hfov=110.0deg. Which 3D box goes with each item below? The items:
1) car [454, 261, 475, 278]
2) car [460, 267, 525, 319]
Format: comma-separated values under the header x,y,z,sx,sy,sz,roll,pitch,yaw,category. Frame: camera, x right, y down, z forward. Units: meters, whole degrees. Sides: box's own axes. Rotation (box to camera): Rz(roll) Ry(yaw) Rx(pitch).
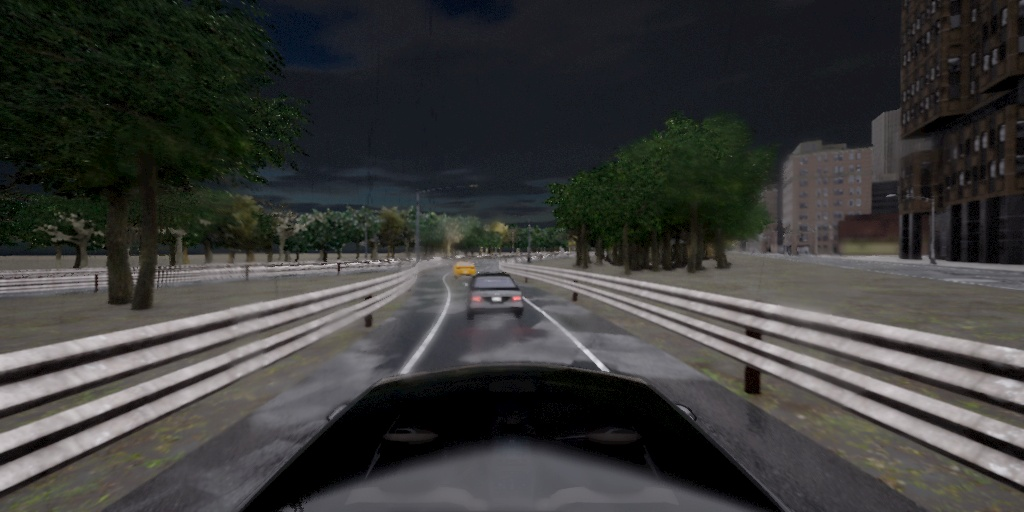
x,y,z,sx,sy,sz,roll,pitch,yaw,category
-4.520,1.260,34.386,1.882,1.535,5.008,0,0,-10,car
-0.717,1.321,13.004,2.033,1.411,5.357,0,0,-6,car
